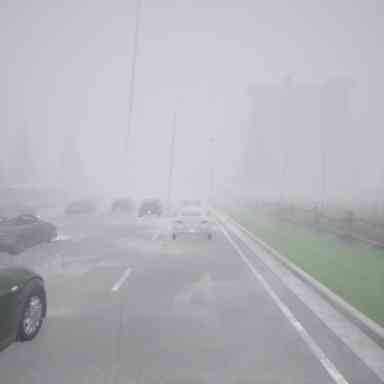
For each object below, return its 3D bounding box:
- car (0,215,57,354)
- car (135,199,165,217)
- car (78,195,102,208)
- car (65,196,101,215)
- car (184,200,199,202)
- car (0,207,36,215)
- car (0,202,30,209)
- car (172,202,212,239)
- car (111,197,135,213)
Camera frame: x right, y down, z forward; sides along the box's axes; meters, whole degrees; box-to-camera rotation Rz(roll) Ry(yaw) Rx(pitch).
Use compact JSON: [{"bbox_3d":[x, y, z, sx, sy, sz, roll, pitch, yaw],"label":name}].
[{"bbox_3d":[-3.404,1.339,3.577,2.097,1.767,4.553,0,0,0],"label":"car"},{"bbox_3d":[-3.467,1.352,29.039,1.837,1.490,4.892,0,1,0],"label":"car"},{"bbox_3d":[-14.083,1.283,46.333,1.837,1.490,4.892,0,1,0],"label":"car"},{"bbox_3d":[-10.484,1.413,31.758,1.994,1.385,4.181,0,0,0],"label":"car"},{"bbox_3d":[-0.019,1.414,33.299,1.895,1.301,4.718,0,0,0],"label":"car"},{"bbox_3d":[-6.914,1.509,12.918,1.994,1.385,4.181,0,0,0],"label":"car"},{"bbox_3d":[-13.951,1.454,26.061,1.994,1.385,4.181,0,0,0],"label":"car"},{"bbox_3d":[0.003,1.432,16.607,1.812,1.442,4.674,0,0,0],"label":"car"},{"bbox_3d":[-7.000,1.332,34.265,1.837,1.490,4.892,0,1,0],"label":"car"}]
